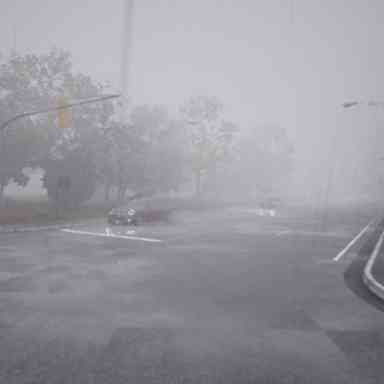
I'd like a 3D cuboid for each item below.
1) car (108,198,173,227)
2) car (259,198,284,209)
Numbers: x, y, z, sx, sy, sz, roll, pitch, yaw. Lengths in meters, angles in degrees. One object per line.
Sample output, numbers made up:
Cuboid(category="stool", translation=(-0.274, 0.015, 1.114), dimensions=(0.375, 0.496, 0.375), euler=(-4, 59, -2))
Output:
Cuboid(category="car", translation=(-3.192, 1.187, 21.360), dimensions=(2.097, 1.767, 4.553), euler=(1, 0, 32))
Cuboid(category="car", translation=(10.260, 1.379, 42.672), dimensions=(1.895, 1.301, 4.718), euler=(1, 0, 32))
